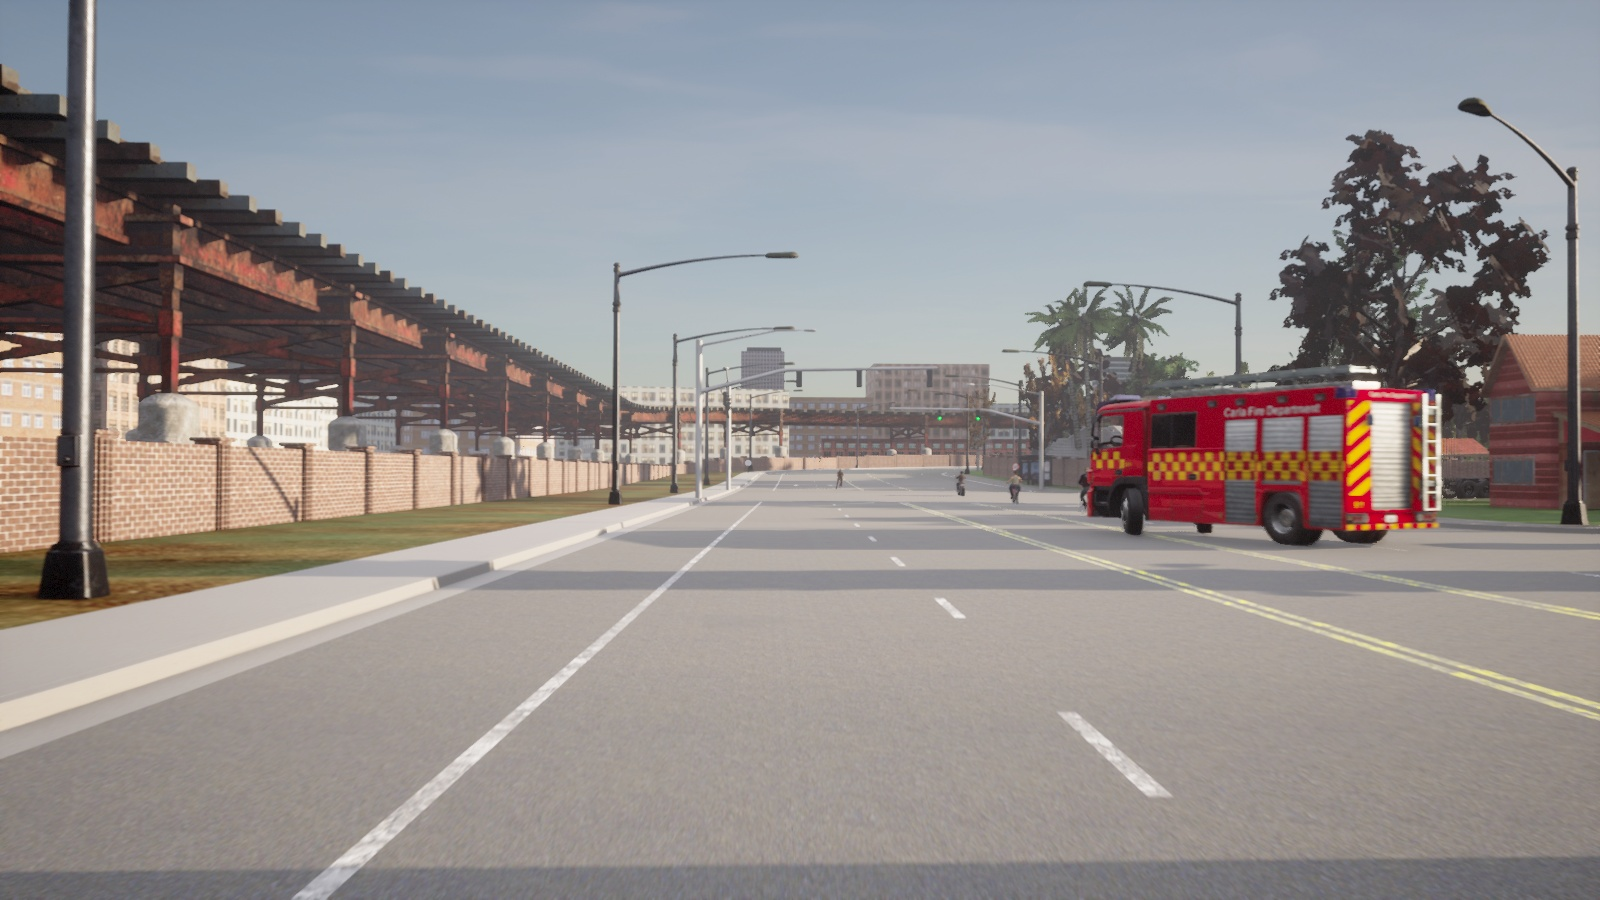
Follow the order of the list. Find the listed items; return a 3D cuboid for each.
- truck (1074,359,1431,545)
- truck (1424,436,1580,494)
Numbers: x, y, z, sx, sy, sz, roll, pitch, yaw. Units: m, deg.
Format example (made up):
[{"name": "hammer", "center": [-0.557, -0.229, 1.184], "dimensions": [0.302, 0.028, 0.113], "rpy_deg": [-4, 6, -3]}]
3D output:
[{"name": "truck", "center": [10.460, 0.115, 30.281], "dimensions": [2.891, 3.827, 8.468], "rpy_deg": [0, -1, -25]}, {"name": "truck", "center": [42.969, 0.950, 77.031], "dimensions": [7.936, 3.462, 2.891], "rpy_deg": [0, -1, -2]}]
